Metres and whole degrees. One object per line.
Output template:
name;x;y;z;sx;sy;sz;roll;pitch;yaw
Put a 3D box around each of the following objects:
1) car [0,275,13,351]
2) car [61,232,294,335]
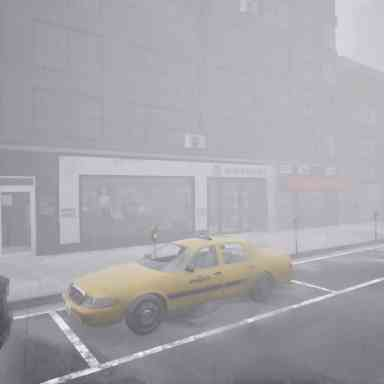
car;-4.343;1.566;3.566;4.313;1.339;1.947;0;-1;-35
car;0.004;1.524;6.660;4.829;1.417;1.752;0;-1;-35
